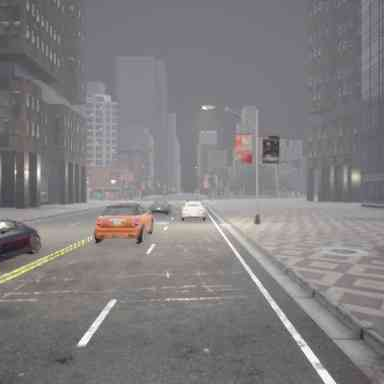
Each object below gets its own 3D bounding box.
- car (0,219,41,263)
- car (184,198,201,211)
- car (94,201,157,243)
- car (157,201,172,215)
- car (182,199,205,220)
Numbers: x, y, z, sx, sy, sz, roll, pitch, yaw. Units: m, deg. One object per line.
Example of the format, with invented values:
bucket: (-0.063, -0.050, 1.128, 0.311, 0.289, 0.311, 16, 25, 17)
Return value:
car: (-6.565, 1.560, 10.565, 1.994, 1.385, 4.181, 0, 0, 0)
car: (0.115, 1.536, 41.867, 1.994, 1.385, 4.181, 0, 0, 1)
car: (-3.144, 1.343, 16.141, 2.097, 1.767, 4.553, 0, 0, 0)
car: (-3.135, 1.542, 33.492, 1.994, 1.385, 4.181, 0, 0, 0)
car: (0.115, 1.509, 27.340, 1.812, 1.442, 4.674, 0, 0, 0)
